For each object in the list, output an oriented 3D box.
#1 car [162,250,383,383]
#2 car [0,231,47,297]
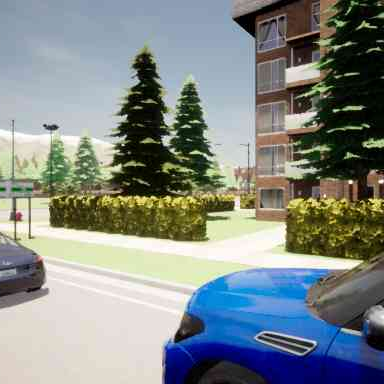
[{"bbox_3d":[2.361,1.221,2.305,5.566,2.045,2.150,0,0,36],"label":"car"},{"bbox_3d":[-5.253,1.564,7.712,4.181,1.385,1.994,0,0,36],"label":"car"}]
